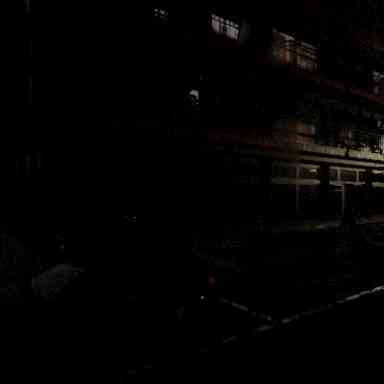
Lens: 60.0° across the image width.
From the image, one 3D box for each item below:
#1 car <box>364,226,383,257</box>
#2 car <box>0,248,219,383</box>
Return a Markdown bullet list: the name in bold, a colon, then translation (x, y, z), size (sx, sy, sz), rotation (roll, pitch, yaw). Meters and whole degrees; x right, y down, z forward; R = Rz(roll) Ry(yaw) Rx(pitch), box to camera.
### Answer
- **car**: translation (7.707, 1.573, 11.586), size (4.206, 1.307, 1.802), rotation (0, 0, -35)
- **car**: translation (-1.478, 1.581, 5.039), size (4.206, 1.307, 1.802), rotation (0, 0, -35)
